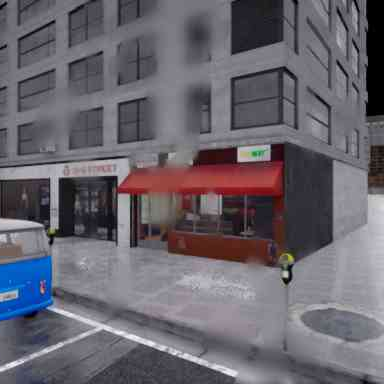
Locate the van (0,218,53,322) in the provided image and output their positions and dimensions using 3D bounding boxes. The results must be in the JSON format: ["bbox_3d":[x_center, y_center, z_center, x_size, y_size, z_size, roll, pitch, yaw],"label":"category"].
[{"bbox_3d":[-4.280,1.340,6.130,3.998,1.788,1.690,0,0,35],"label":"van"}]
